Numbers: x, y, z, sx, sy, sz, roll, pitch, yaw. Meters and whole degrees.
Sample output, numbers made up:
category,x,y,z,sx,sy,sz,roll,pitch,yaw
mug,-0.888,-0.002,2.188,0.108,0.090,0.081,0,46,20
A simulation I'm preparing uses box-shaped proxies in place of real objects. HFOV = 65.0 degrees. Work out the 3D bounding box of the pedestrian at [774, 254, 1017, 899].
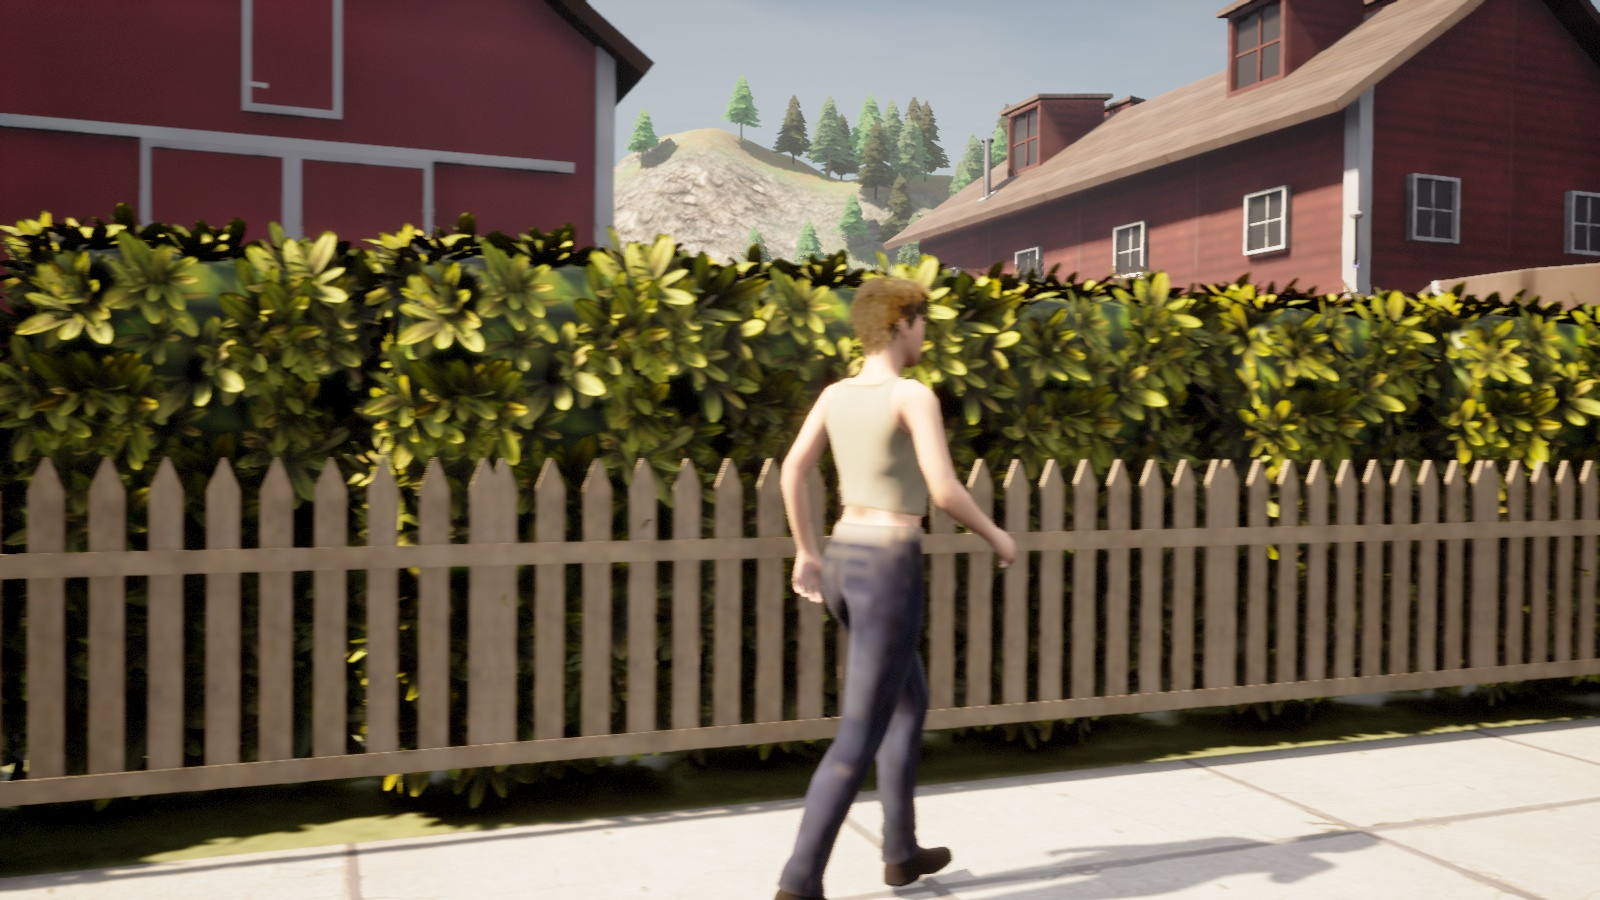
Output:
category,x,y,z,sx,sy,sz,roll,pitch,yaw
pedestrian,0.279,0.391,3.651,0.594,1.836,0.345,-1,1,-30
